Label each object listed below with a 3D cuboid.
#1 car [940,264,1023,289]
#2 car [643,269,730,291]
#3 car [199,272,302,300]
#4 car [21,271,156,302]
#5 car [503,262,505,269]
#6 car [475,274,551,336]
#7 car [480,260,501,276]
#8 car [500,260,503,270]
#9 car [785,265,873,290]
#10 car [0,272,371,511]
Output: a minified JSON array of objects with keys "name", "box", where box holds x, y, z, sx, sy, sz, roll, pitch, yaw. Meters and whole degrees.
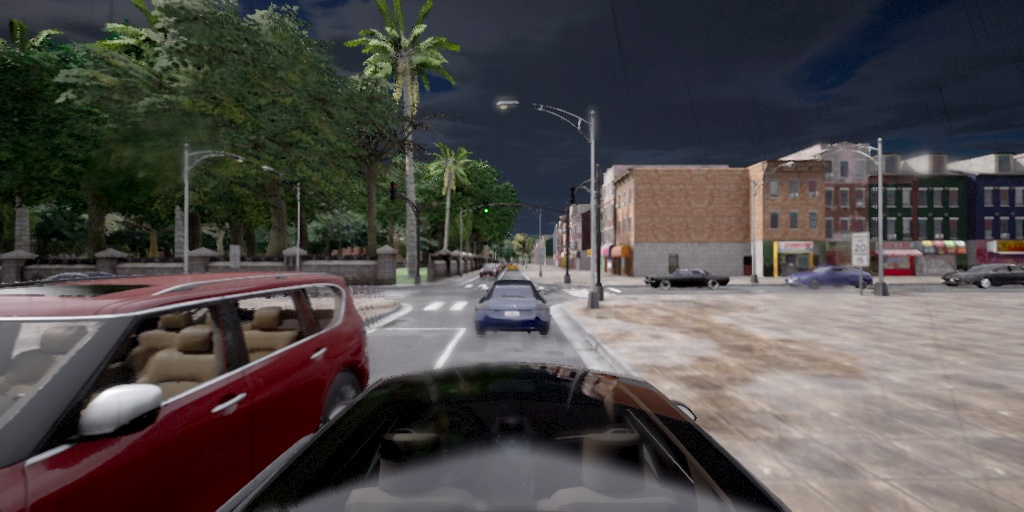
[{"name":"car","box":[30.168,1.248,22.625,4.892,1.490,1.837,0,0,0]},{"name":"car","box":[10.879,1.455,22.645,4.718,1.301,1.895,0,0,1]},{"name":"car","box":[-14.234,1.607,19.691,4.181,1.385,1.994,-1,0,0]},{"name":"car","box":[-23.038,1.618,19.694,4.902,1.511,2.128,-1,0,0]},{"name":"car","box":[-2.552,1.951,57.488,1.802,1.307,4.207,0,0,0]},{"name":"car","box":[0.042,1.394,10.723,1.994,1.385,4.181,0,-1,1]},{"name":"car","box":[-2.579,1.592,40.424,1.967,1.591,4.097,0,0,0]},{"name":"car","box":[-2.569,1.662,46.112,1.967,1.591,4.097,0,0,0]},{"name":"car","box":[19.926,1.321,22.631,4.674,1.442,1.812,0,0,0]},{"name":"car","box":[-2.639,1.069,2.280,2.192,1.841,5.009,0,0,0]}]
